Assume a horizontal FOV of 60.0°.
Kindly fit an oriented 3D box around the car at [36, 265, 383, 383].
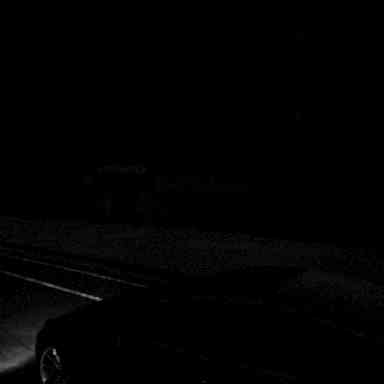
[{"bbox_3d":[0.462,1.502,3.233,4.792,1.488,2.163,0,0,36],"label":"car"}]
